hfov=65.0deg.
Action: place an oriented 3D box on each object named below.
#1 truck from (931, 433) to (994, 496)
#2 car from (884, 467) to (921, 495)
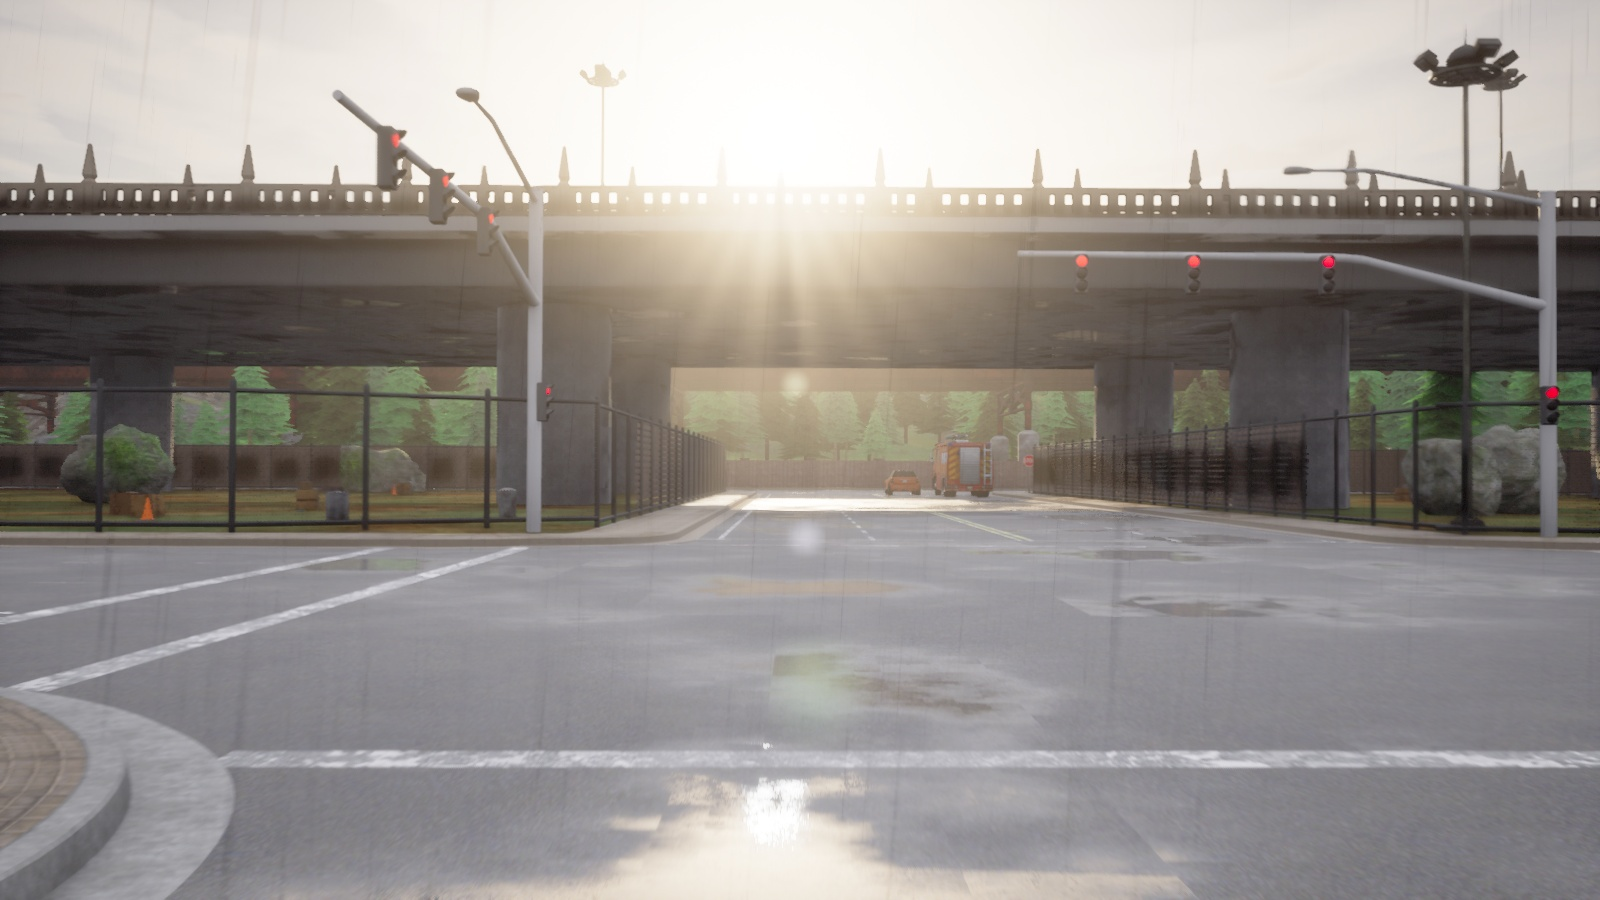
[{"bbox_3d":[10.301,0.958,80.603,2.891,3.827,8.468,0,-1,0],"label":"truck"},{"bbox_3d":[6.797,2.046,83.642,2.097,1.767,4.553,0,-1,0],"label":"car"}]
